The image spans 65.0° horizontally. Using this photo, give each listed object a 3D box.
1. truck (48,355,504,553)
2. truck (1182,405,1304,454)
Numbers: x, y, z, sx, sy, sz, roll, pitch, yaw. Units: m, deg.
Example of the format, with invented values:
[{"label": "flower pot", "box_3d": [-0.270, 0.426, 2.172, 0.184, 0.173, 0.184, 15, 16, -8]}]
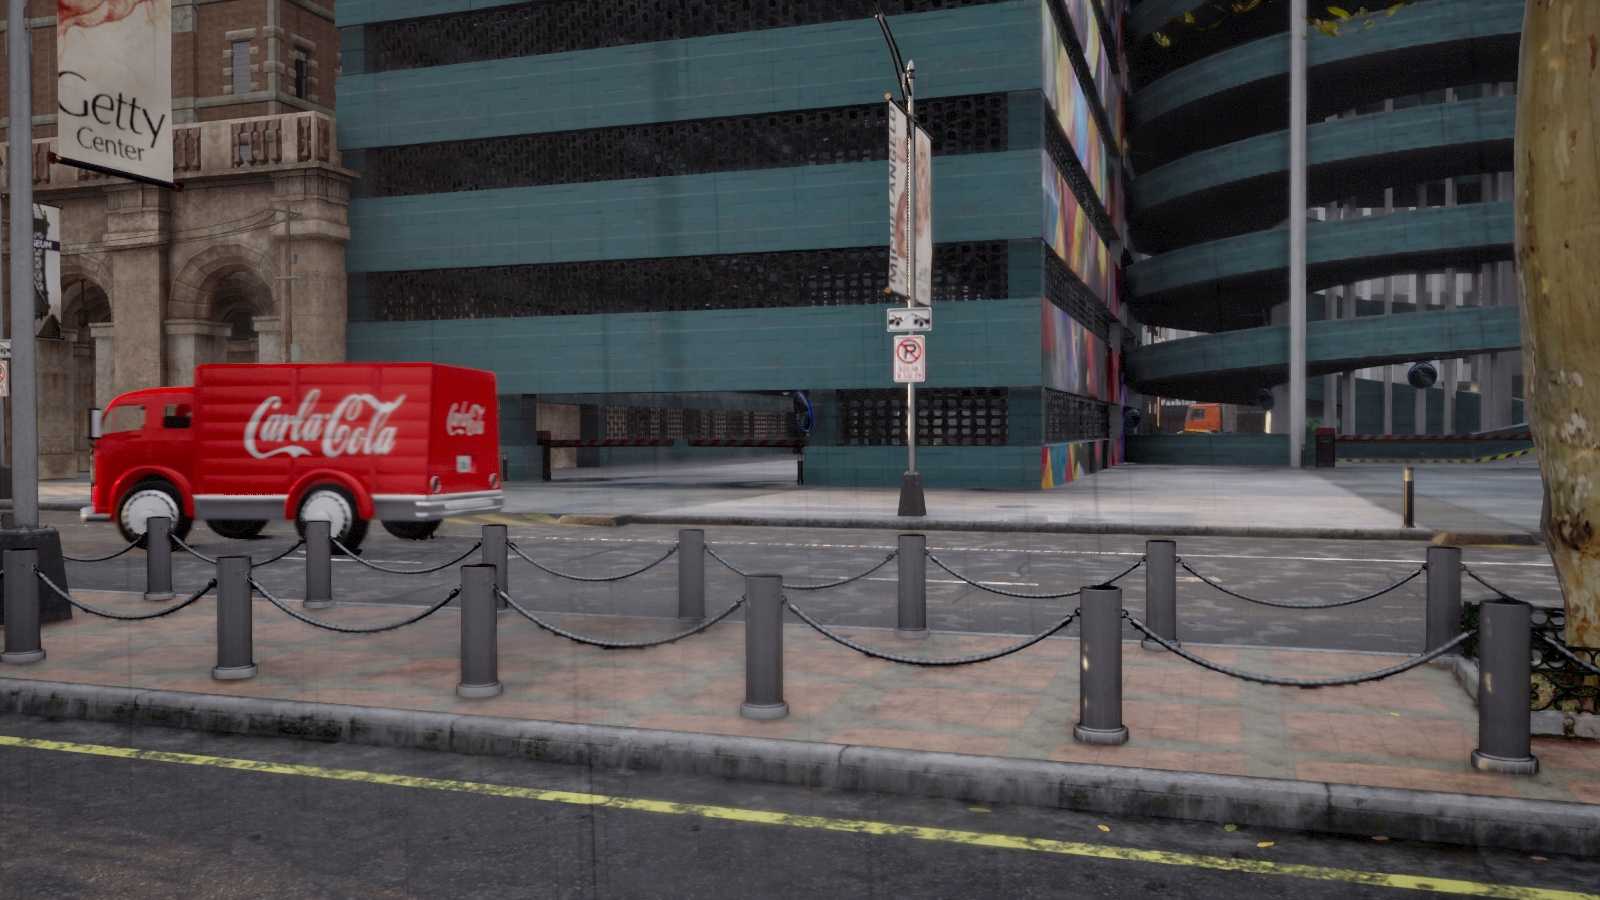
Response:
[{"label": "truck", "box_3d": [-7.093, 0.034, 17.370, 5.204, 2.467, 2.627, 0, 0, 9]}, {"label": "truck", "box_3d": [31.776, -1.479, 90.145, 7.936, 3.462, 2.891, 1, 1, 26]}]
